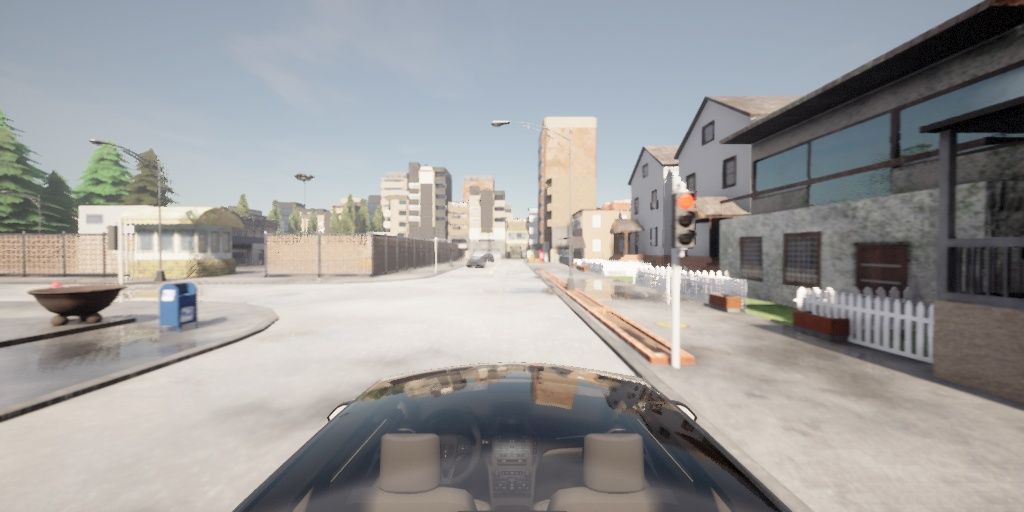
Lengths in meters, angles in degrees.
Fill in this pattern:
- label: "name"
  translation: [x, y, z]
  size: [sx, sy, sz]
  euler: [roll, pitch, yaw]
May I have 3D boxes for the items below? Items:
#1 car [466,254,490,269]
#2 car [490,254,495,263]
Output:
- label: "car"
  translation: [-4.063, 0.701, 41.024]
  size: [2.033, 1.411, 5.357]
  euler: [0, 1, 0]
- label: "car"
  translation: [-3.991, 0.353, 61.428]
  size: [1.837, 1.490, 4.892]
  euler: [0, 1, 0]
